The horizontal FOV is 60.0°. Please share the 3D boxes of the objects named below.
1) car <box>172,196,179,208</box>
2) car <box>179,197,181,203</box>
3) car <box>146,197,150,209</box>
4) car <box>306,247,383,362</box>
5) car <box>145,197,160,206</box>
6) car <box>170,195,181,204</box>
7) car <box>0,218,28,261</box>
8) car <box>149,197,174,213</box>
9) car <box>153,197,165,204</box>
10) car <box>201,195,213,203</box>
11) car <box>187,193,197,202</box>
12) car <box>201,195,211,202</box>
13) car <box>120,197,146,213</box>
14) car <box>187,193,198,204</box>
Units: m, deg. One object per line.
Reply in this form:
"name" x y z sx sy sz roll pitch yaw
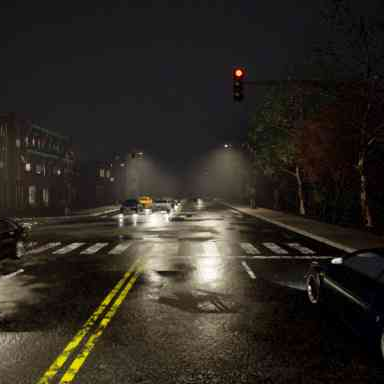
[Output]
"car" -3.354 1.476 46.240 2.128 1.511 4.902 0 0 0
"car" -3.339 1.581 56.320 1.895 1.301 4.718 0 0 0
"car" -6.603 1.463 45.904 1.882 1.535 5.008 0 0 0
"car" 3.336 1.563 5.288 1.994 1.385 4.181 0 0 1
"car" -6.595 1.545 55.815 1.994 1.385 4.181 0 0 0
"car" -3.304 1.453 66.596 1.882 1.535 5.008 0 0 0
"car" -6.523 1.503 9.562 1.837 1.490 4.892 1 0 -1
"car" -3.352 1.515 36.972 1.812 1.442 4.674 0 0 0
"car" -6.557 1.577 65.737 1.895 1.301 4.718 0 0 0
"car" 3.329 1.466 68.383 2.128 1.511 4.902 0 0 0
"car" -0.028 1.194 78.538 2.150 2.045 5.566 0 0 0
"car" 3.223 1.509 78.568 2.033 1.411 5.357 0 0 0
"car" -6.631 1.515 36.819 1.812 1.442 4.674 0 0 1
"car" 0.081 1.469 61.031 2.128 1.511 4.902 0 0 0
